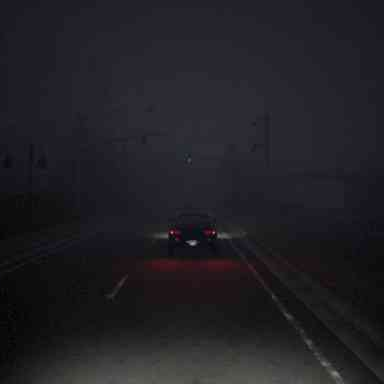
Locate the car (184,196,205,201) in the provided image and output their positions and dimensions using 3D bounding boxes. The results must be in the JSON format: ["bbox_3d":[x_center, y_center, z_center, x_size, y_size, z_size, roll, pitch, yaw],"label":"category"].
[{"bbox_3d":[0.520,1.512,67.689,4.892,1.490,1.837,-1,-1,-38],"label":"car"}]

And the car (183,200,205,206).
[{"bbox_3d":[0.046,1.606,27.277,1.895,1.301,4.718,0,0,1],"label":"car"}]

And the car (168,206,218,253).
[{"bbox_3d":[0.050,1.528,13.528,1.812,1.442,4.674,0,0,1],"label":"car"}]
